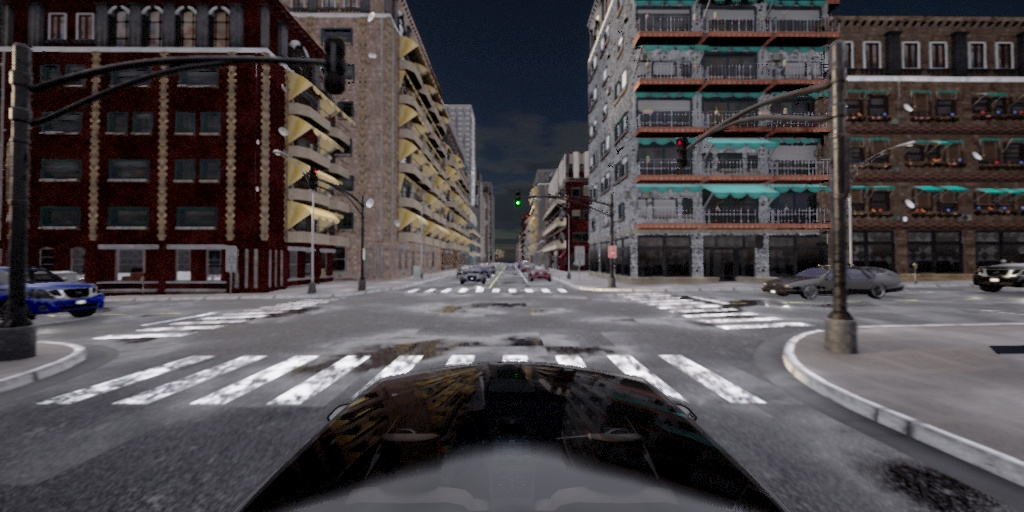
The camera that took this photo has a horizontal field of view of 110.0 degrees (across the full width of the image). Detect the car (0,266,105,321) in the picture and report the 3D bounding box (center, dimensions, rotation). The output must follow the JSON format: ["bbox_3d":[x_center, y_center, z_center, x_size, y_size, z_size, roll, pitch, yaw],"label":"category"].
[{"bbox_3d":[-18.473,1.376,13.053,5.566,2.045,2.150,-1,-1,-1],"label":"car"}]

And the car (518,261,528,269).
[{"bbox_3d":[2.448,2.020,61.335,1.802,1.307,4.207,0,0,0],"label":"car"}]

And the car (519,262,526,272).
[{"bbox_3d":[2.471,1.955,55.802,1.802,1.307,4.207,0,0,0],"label":"car"}]

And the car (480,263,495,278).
[{"bbox_3d":[-3.252,1.797,40.537,1.895,1.301,4.718,0,-1,0],"label":"car"}]

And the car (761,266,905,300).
[{"bbox_3d":[14.677,1.206,16.555,5.357,1.411,2.033,-1,-1,0],"label":"car"}]

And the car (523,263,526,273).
[{"bbox_3d":[2.540,1.730,39.200,2.007,1.370,4.403,0,0,0],"label":"car"}]

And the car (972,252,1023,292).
[{"bbox_3d":[25.158,0.708,16.650,5.566,2.045,2.150,-1,-1,0],"label":"car"}]

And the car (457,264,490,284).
[{"bbox_3d":[-3.212,1.646,30.644,1.994,1.385,4.181,0,-1,0],"label":"car"}]

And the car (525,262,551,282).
[{"bbox_3d":[2.563,1.556,33.666,1.967,1.591,4.097,0,0,0],"label":"car"}]
